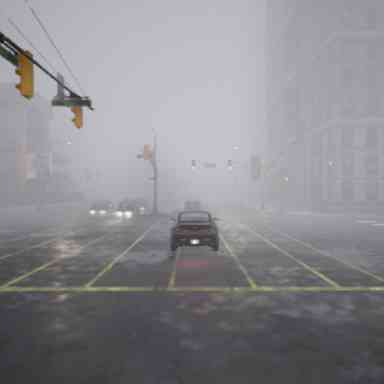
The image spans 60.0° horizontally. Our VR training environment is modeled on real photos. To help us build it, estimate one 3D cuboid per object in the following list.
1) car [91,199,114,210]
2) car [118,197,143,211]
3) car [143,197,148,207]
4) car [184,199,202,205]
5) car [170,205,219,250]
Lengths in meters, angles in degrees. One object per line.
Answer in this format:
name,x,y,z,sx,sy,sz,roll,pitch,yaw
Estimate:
car,-11.515,1.641,43.017,1.994,1.385,4.181,0,0,0
car,-8.025,1.567,42.365,2.128,1.511,4.902,0,0,0
car,-8.017,1.597,51.832,1.837,1.490,4.892,0,0,0
car,0.104,1.561,39.196,2.128,1.511,4.902,0,0,0
car,0.102,1.532,14.383,1.837,1.490,4.892,0,0,0
